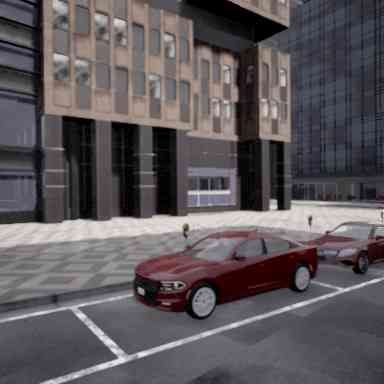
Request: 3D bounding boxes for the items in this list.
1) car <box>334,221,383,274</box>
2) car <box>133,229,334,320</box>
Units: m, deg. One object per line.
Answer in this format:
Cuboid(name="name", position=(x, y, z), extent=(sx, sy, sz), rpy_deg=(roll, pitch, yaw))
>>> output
Cuboid(name="car", position=(5.292, 1.582, 10.436), extent=(4.206, 1.307, 1.802), rpy_deg=(0, -1, -36))
Cuboid(name="car", position=(0.914, 1.545, 7.313), extent=(4.507, 1.381, 1.887), rpy_deg=(0, -1, -36))
